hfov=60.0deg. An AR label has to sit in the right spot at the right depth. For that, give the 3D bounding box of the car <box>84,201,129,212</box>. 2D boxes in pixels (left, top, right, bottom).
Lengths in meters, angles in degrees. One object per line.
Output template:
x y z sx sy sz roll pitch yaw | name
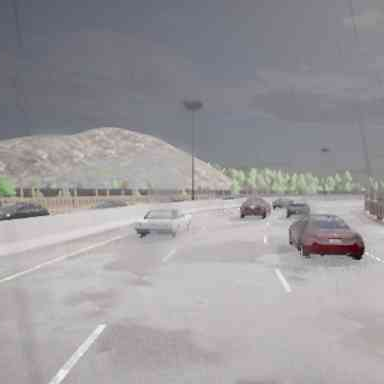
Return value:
-6.563 1.459 26.027 1.837 1.490 4.892 0 0 16 | car

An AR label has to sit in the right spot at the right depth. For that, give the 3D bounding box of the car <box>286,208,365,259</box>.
4.909 1.542 12.641 1.994 1.385 4.181 0 0 9 | car

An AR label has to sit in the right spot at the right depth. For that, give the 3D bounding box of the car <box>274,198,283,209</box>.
11.653 1.472 42.380 2.033 1.411 5.357 0 0 31 | car

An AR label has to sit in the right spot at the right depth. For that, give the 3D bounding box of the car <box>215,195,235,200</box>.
5.875 1.226 59.570 2.128 1.511 4.902 0 0 36 | car

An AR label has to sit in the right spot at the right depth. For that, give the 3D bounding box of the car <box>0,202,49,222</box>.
-11.344 1.467 21.446 1.837 1.490 4.892 0 0 13 | car

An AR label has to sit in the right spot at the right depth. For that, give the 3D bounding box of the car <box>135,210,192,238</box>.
-1.320 1.570 17.539 1.895 1.301 4.718 0 0 11 | car

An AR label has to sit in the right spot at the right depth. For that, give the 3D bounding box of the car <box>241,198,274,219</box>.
5.671 1.303 29.107 2.097 1.767 4.553 0 0 20 | car

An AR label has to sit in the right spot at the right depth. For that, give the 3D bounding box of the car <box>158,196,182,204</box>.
-3.395 1.415 51.540 1.837 1.490 4.892 0 0 30 | car

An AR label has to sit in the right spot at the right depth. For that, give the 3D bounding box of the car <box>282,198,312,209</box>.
9.555 1.439 29.569 2.128 1.511 4.902 0 0 20 | car
